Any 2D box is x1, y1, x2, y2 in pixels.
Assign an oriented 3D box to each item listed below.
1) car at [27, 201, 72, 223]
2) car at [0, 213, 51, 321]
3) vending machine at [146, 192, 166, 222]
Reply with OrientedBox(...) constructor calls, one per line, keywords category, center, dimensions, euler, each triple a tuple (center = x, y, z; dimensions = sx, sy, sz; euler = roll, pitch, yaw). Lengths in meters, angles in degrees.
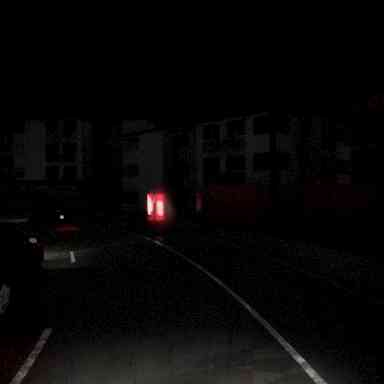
OrientedBox(category="car", center=(-10.332, 1.448, 23.940), dimensions=(1.837, 1.490, 4.892), euler=(0, -1, -43))
OrientedBox(category="car", center=(-4.517, 1.471, 7.000), dimensions=(1.882, 1.535, 5.008), euler=(0, 0, -13))
OrientedBox(category="vending machine", center=(-2.601, 1.087, 24.147), dimensions=(1.100, 2.100, 0.880), euler=(-1, 0, -37))
